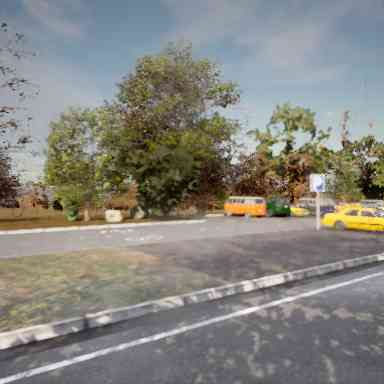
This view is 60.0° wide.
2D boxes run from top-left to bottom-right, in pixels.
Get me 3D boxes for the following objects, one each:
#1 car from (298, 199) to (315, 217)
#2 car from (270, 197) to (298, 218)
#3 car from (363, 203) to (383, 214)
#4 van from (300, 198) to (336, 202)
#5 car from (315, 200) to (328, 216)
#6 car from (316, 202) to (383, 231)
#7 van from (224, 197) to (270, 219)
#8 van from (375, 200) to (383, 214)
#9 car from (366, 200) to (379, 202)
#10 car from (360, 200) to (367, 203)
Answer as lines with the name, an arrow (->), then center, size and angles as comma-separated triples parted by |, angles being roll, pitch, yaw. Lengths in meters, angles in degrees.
car -> 9.717, 1.800, 35.022 | 1.946, 1.575, 5.366 | 2, -1, -35
car -> 7.344, 1.483, 33.593 | 2.435, 2.045, 5.566 | 1, -1, -35
car -> 27.761, 2.396, 47.873 | 1.946, 1.575, 5.366 | 2, -1, -35
van -> 14.056, 1.724, 38.483 | 1.878, 1.987, 4.442 | 2, -1, -35
car -> 11.867, 1.876, 36.772 | 2.231, 1.521, 4.892 | 2, -1, -35
car -> 10.357, 1.617, 19.419 | 1.946, 1.575, 5.366 | 1, -1, -35
van -> 4.936, 1.447, 31.989 | 1.878, 1.987, 4.442 | 1, -1, -35
van -> 29.981, 2.248, 49.537 | 1.878, 1.987, 4.442 | 2, -1, -35
car -> 20.889, 2.174, 43.200 | 2.097, 1.535, 5.008 | 2, -1, -35
car -> 18.531, 2.096, 41.520 | 2.097, 1.535, 5.008 | 2, -1, -35
